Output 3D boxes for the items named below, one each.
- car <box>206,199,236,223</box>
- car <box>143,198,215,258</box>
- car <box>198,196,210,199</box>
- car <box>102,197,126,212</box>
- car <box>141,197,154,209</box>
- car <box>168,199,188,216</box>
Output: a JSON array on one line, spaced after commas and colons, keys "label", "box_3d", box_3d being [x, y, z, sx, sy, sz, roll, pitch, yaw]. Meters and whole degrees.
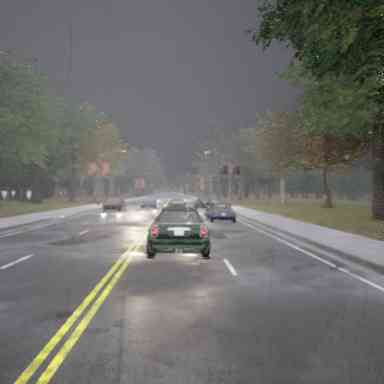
[{"label": "car", "box_3d": [2.137, 1.522, 25.521, 1.994, 1.385, 4.181, 1, 0, -3]}, {"label": "car", "box_3d": [-0.502, 1.305, 12.649, 2.097, 1.767, 4.553, 1, 0, -3]}, {"label": "car", "box_3d": [1.404, 1.280, 40.937, 2.097, 1.767, 4.553, 1, 0, -2]}, {"label": "car", "box_3d": [-8.258, 1.285, 35.666, 1.882, 1.535, 5.008, 1, 0, -3]}, {"label": "car", "box_3d": [-5.269, 1.368, 41.303, 1.812, 1.442, 4.674, 1, 0, -3]}, {"label": "car", "box_3d": [-1.418, 1.426, 32.733, 1.812, 1.442, 4.674, 1, 0, -3]}]
